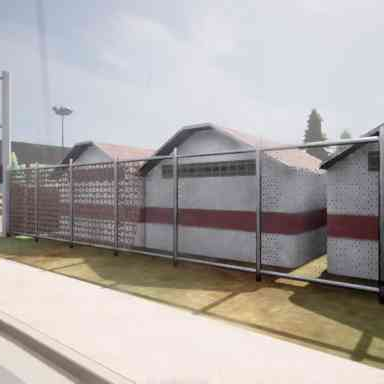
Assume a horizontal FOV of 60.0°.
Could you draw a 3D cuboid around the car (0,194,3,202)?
[{"bbox_3d":[-22.540,1.222,40.007,2.150,2.045,5.566,0,0,37],"label":"car"}]
